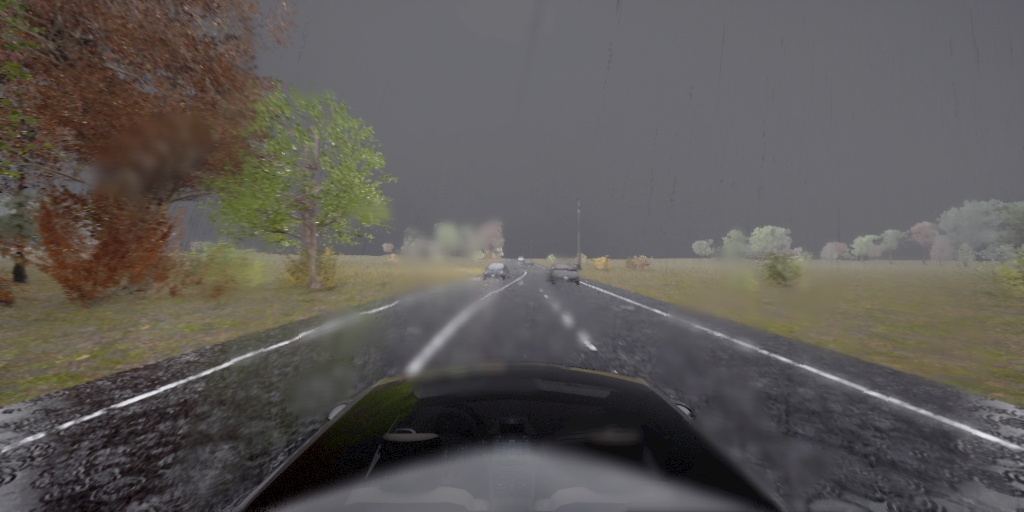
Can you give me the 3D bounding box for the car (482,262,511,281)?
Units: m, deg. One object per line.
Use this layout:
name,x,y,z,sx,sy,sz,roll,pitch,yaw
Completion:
car,-1.251,1.291,30.922,1.812,1.442,4.674,0,0,7

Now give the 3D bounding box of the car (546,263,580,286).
car,3.499,1.253,25.245,2.128,1.511,4.902,0,0,0
